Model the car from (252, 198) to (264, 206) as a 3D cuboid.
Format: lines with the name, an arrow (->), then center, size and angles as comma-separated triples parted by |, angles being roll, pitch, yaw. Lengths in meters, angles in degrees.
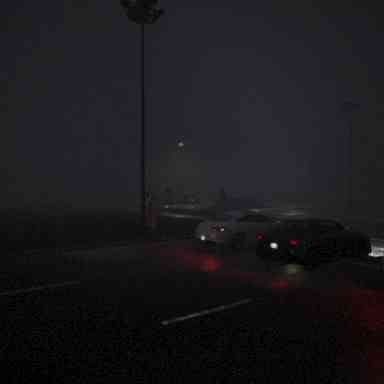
car -> 7.452, 1.434, 44.766 | 1.837, 1.490, 4.892 | 0, 0, -35

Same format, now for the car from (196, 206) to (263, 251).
car -> 2.302, 1.504, 13.995 | 4.674, 1.442, 1.812 | 0, 0, -35

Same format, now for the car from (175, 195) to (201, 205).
car -> -0.390, 1.280, 56.121 | 2.097, 1.767, 4.553 | 0, 0, -34

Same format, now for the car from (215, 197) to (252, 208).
car -> 4.885, 1.437, 42.318 | 1.837, 1.490, 4.892 | 0, 2, -35

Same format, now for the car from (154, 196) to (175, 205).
car -> -4.597, 1.501, 56.073 | 1.837, 1.490, 4.892 | 0, 0, -35

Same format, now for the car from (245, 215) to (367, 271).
car -> 4.048, 1.543, 10.944 | 4.181, 1.385, 1.994 | 0, 0, -35

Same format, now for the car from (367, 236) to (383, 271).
car -> 6.634, 1.503, 8.487 | 4.674, 1.442, 1.812 | 0, 0, -35
